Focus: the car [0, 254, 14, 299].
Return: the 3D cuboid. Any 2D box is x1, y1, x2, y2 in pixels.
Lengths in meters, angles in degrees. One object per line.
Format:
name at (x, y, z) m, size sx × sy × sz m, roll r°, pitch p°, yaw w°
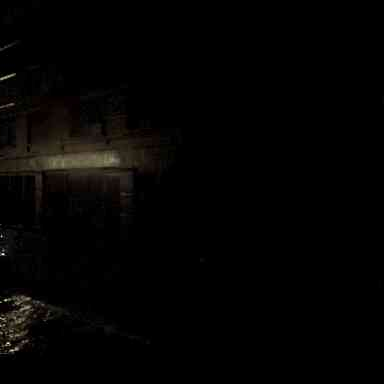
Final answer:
car at (-5.424, 1.525, 6.949) m, size 4.403 × 1.369 × 2.008 m, roll 0°, pitch 1°, yaw 35°
